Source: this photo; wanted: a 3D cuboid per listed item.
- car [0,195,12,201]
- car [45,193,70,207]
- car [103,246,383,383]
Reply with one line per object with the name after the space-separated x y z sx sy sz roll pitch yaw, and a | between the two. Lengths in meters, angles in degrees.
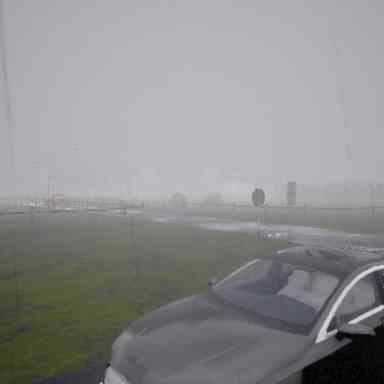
-45.229 1.406 80.560 5.008 1.535 1.882 0 -1 45 | car
-19.866 1.142 48.974 2.150 2.045 5.566 1 -1 -40 | car
1.412 1.493 3.960 4.902 1.511 2.128 0 0 -36 | car
